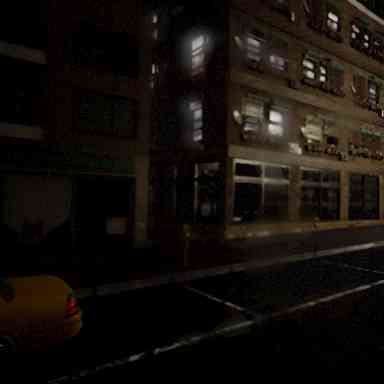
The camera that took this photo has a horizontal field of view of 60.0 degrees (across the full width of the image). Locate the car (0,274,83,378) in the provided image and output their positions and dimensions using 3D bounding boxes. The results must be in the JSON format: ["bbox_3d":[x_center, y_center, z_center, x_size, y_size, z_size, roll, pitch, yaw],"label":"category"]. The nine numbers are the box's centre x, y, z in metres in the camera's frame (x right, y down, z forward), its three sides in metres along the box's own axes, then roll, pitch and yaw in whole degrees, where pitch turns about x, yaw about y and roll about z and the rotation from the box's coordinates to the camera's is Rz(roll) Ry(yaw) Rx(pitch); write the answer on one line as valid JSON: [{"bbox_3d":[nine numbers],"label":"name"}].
[{"bbox_3d":[-3.814,1.518,3.820,4.829,1.417,1.752,1,1,-35],"label":"car"}]
